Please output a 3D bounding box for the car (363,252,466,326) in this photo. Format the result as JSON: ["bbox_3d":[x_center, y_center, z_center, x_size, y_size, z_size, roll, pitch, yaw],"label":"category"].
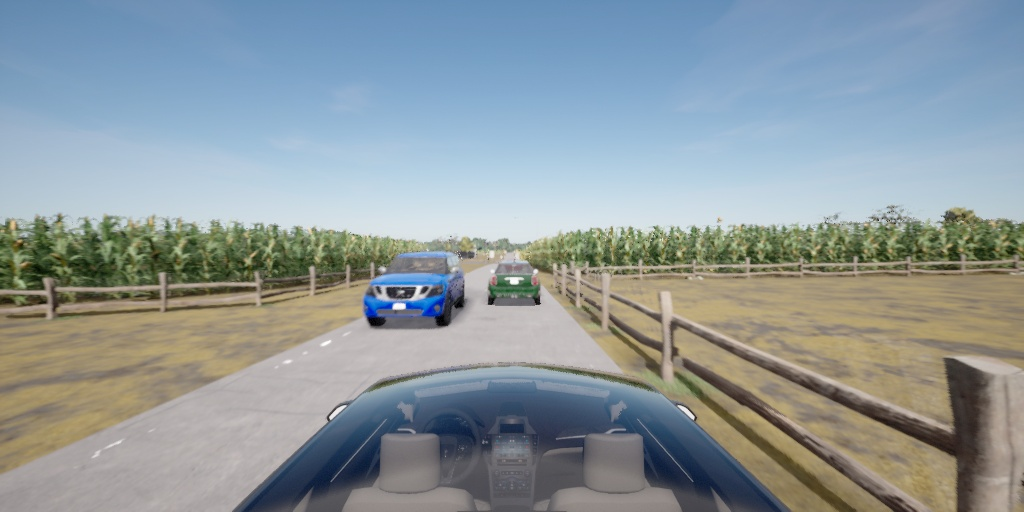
[{"bbox_3d":[-2.823,0.881,11.670,2.150,2.045,5.566,0,0,0],"label":"car"}]

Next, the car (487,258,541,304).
[{"bbox_3d":[0.090,0.978,15.709,2.097,1.767,4.553,0,0,0],"label":"car"}]
